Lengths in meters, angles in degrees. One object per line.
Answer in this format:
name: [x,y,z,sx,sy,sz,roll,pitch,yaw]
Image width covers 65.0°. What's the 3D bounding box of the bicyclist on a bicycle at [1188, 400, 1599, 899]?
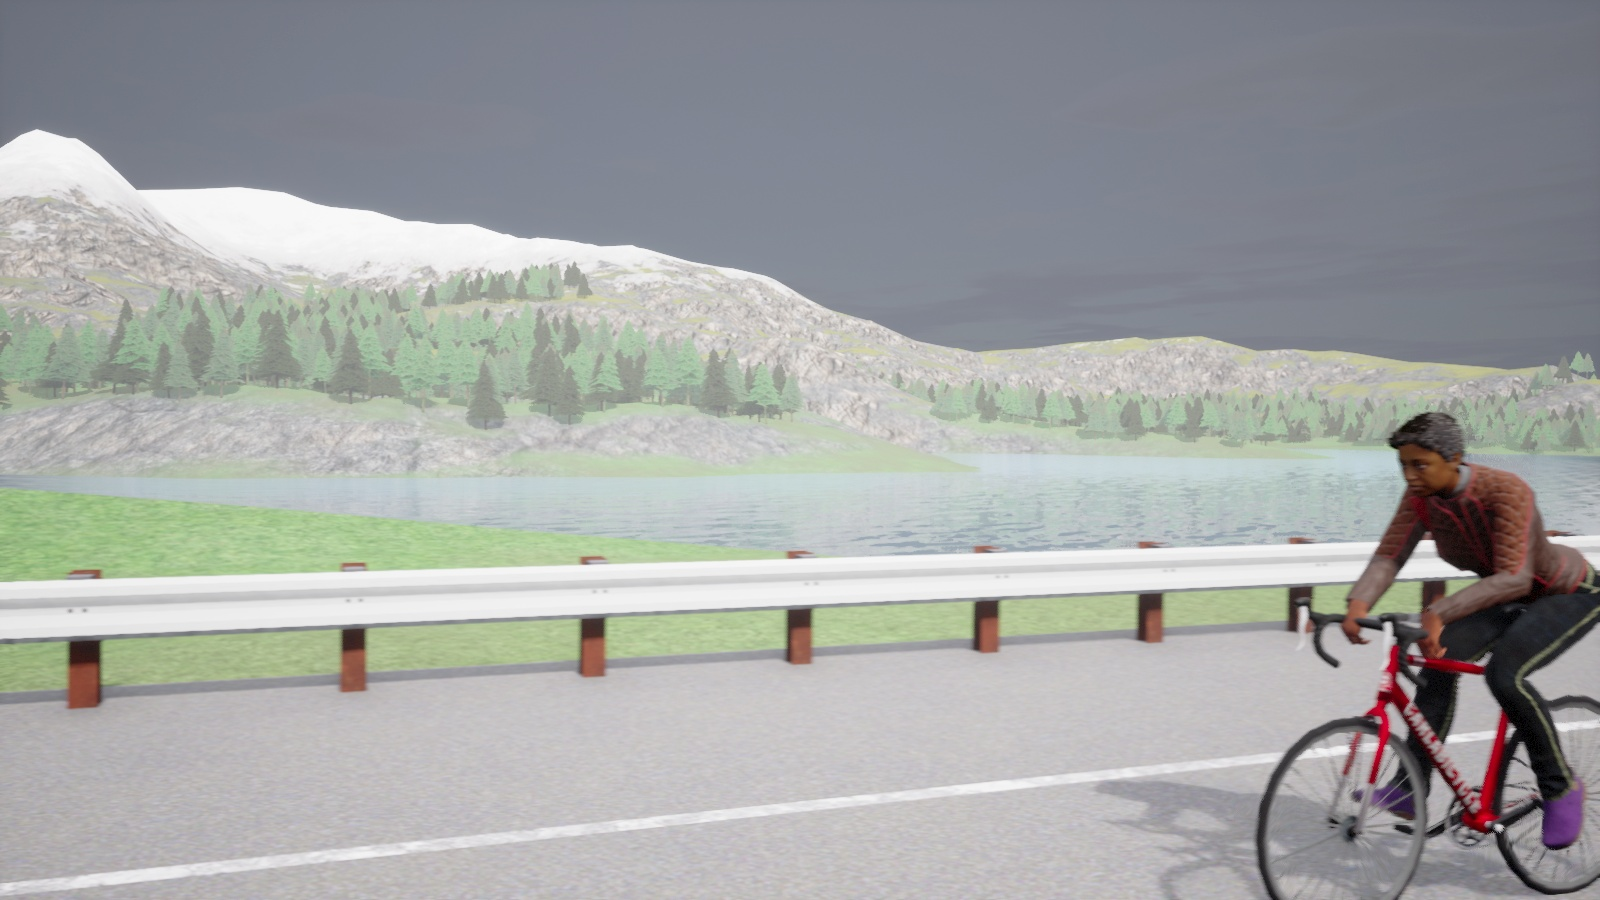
bicyclist on a bicycle: [2.131,0.659,4.047,1.656,1.620,0.582,-1,1,-21]
